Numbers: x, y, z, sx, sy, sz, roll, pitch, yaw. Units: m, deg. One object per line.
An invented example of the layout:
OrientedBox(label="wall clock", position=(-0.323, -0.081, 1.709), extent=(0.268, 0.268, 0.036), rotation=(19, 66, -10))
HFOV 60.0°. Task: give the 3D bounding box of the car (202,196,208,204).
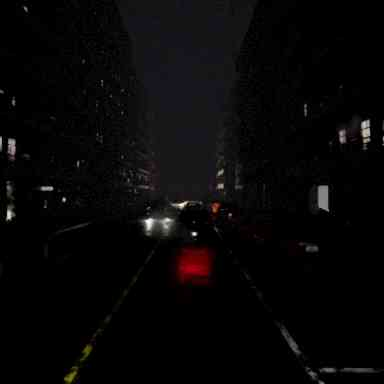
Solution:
OrientedBox(label="car", position=(2.692, 1.766, 49.753), extent=(1.752, 1.417, 4.829), rotation=(-1, 0, 0))

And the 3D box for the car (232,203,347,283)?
OrientedBox(label="car", position=(2.679, 1.360, 9.792), extent=(2.192, 1.841, 5.009), rotation=(-1, 0, 0))

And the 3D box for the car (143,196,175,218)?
OrientedBox(label="car", position=(-3.089, 1.501, 31.682), extent=(2.097, 1.767, 4.553), rotation=(0, 0, 0))

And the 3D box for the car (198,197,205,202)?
OrientedBox(label="car", position=(2.703, 2.039, 95.060), extent=(1.887, 1.381, 4.507), rotation=(-1, 0, 0))

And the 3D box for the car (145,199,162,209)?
OrientedBox(label="car", position=(-5.688, 1.806, 49.589), extent=(1.947, 1.339, 4.313), rotation=(-1, 0, 0))

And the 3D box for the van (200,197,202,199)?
OrientedBox(label="van", position=(2.690, 1.611, 55.269), extent=(1.690, 1.788, 3.998), rotation=(-1, 0, 0))

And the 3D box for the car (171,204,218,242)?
OrientedBox(label="car", position=(0.102, 1.583, 16.905), extent=(1.837, 1.490, 4.892), rotation=(0, 0, 0))

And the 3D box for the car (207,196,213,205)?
OrientedBox(label="car", position=(3.122, 1.528, 36.883), extent=(2.097, 1.767, 4.553), rotation=(0, 0, 0))

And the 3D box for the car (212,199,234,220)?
OrientedBox(label="car", position=(3.153, 1.644, 29.912), extent=(1.837, 1.490, 4.892), rotation=(0, 0, 0))

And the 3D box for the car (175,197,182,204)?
OrientedBox(label="car", position=(-2.982, 1.890, 72.870), extent=(1.994, 1.385, 4.181), rotation=(0, 0, 0))

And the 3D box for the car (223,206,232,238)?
OrientedBox(label="car", position=(2.683, 1.598, 15.646), extent=(1.752, 1.417, 4.829), rotation=(-1, 0, 0))

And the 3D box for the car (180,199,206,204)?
OrientedBox(label="car", position=(0.106, 1.719, 32.866), extent=(1.994, 1.385, 4.181), rotation=(0, 0, 0))

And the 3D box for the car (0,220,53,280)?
OrientedBox(label="car", position=(-5.698, 1.590, 9.797), extent=(1.887, 1.381, 4.507), rotation=(-1, 0, 0))

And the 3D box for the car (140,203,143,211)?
OrientedBox(label="car", position=(-5.689, 1.777, 43.905), extent=(1.947, 1.339, 4.313), rotation=(-1, 0, 0))

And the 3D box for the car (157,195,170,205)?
OrientedBox(label="car", position=(-5.688, 1.647, 66.644), extent=(2.192, 1.841, 5.009), rotation=(-1, 0, 0))
